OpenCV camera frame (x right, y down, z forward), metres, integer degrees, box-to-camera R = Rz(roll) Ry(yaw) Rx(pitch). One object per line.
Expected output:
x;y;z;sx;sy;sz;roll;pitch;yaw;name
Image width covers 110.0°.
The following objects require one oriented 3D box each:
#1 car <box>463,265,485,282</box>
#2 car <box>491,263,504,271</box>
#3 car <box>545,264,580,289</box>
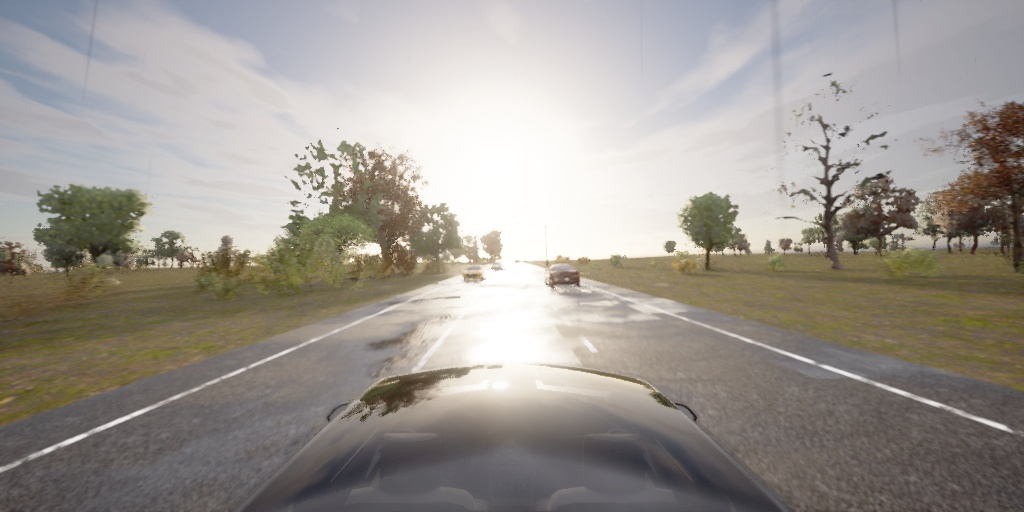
-3.736;1.657;35.609;1.882;1.535;5.008;-2;0;0;car
-2.501;1.902;62.597;1.812;1.442;4.674;-2;0;7;car
3.347;1.307;24.482;1.882;1.535;5.008;-2;-1;0;car
